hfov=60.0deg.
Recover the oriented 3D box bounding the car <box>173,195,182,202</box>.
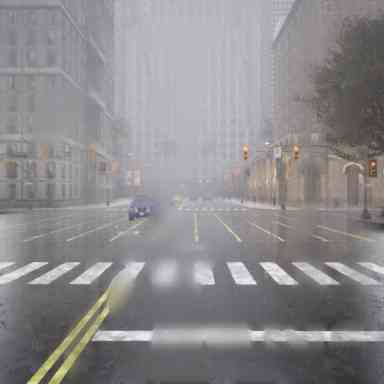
[{"bbox_3d":[-3.291,1.477,77.885,1.882,1.535,5.008,0,0,1],"label":"car"}]

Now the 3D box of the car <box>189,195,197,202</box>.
[{"bbox_3d":[0.217,1.449,78.594,2.128,1.511,4.902,0,0,1],"label":"car"}]

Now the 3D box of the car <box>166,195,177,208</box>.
[{"bbox_3d":[-3.509,1.504,48.666,1.837,1.490,4.892,0,0,-2],"label":"car"}]

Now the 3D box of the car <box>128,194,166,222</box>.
[{"bbox_3d":[-3.587,1.221,26.582,2.150,2.045,5.566,0,0,0],"label":"car"}]

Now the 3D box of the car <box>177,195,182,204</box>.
[{"bbox_3d":[-3.451,1.477,66.021,1.882,1.535,5.008,0,0,1],"label":"car"}]

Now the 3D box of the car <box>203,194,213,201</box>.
[{"bbox_3d":[3.717,1.280,78.527,2.097,1.767,4.553,0,0,1],"label":"car"}]
